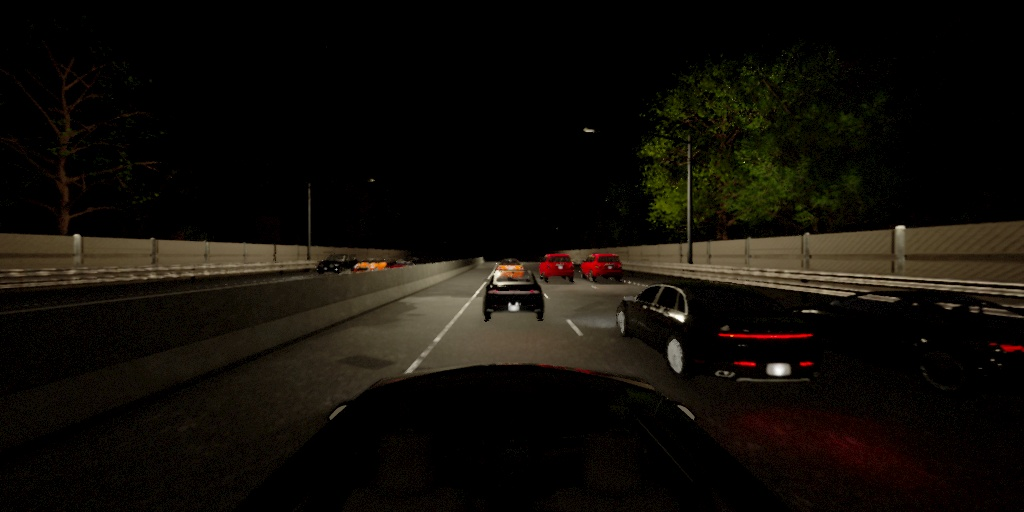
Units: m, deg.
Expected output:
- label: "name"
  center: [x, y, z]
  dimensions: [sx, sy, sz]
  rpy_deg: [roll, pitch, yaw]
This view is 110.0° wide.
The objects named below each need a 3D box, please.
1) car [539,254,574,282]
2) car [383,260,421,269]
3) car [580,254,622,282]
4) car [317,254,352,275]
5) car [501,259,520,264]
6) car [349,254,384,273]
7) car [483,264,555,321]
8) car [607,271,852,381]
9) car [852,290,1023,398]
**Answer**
- label: "car"
  center: [3.373, 0.896, 27.865]
  dimensions: [2.150, 2.045, 5.566]
  rpy_deg: [0, 0, -1]
- label: "car"
  center: [-10.966, 1.249, 36.140]
  dimensions: [1.895, 1.301, 4.718]
  rpy_deg: [0, 0, -1]
- label: "car"
  center: [6.872, 0.896, 27.965]
  dimensions: [2.150, 2.045, 5.566]
  rpy_deg: [0, 0, -1]
- label: "car"
  center: [-17.963, 0.834, 37.268]
  dimensions: [2.150, 2.045, 5.566]
  rpy_deg: [1, 1, -1]
- label: "car"
  center: [-0.144, 1.023, 28.641]
  dimensions: [2.097, 1.767, 4.553]
  rpy_deg: [0, 0, -1]
- label: "car"
  center: [-14.482, 0.997, 36.980]
  dimensions: [2.097, 1.767, 4.553]
  rpy_deg: [0, 0, -1]
- label: "car"
  center: [0.039, 1.212, 12.360]
  dimensions: [2.128, 1.511, 4.902]
  rpy_deg: [0, 0, 0]
- label: "car"
  center: [3.554, 1.240, 7.199]
  dimensions: [1.837, 1.490, 4.892]
  rpy_deg: [0, 1, 0]
- label: "car"
  center: [7.059, 1.300, 6.505]
  dimensions: [1.994, 1.385, 4.181]
  rpy_deg: [0, 0, 0]
